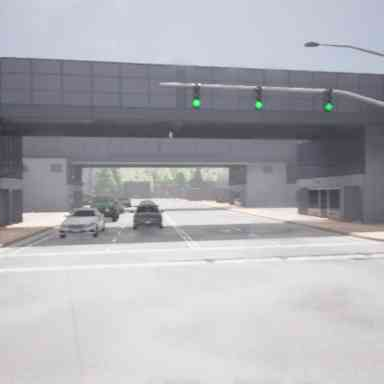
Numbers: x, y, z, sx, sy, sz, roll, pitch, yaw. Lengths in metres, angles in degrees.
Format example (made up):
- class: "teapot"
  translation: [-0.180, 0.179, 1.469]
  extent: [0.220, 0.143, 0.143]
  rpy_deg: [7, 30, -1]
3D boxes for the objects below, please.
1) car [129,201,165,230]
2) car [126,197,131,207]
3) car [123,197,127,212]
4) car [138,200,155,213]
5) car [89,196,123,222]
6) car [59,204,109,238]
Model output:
- class: "car"
  translation: [-2.949, 1.574, 22.055]
  extent: [1.837, 1.490, 4.892]
  rpy_deg: [-1, 0, -8]
- class: "car"
  translation: [-10.859, 1.562, 53.274]
  extent: [2.097, 1.767, 4.553]
  rpy_deg: [-1, 0, -8]
- class: "car"
  translation: [-8.740, 1.687, 37.840]
  extent: [1.812, 1.442, 4.674]
  rpy_deg: [-1, 0, -8]
- class: "car"
  translation: [-5.648, 1.697, 40.958]
  extent: [1.994, 1.385, 4.181]
  rpy_deg: [-1, 0, -8]
- class: "car"
  translation: [-7.362, 1.351, 28.125]
  extent: [2.150, 2.045, 5.566]
  rpy_deg: [-1, 0, -9]
- class: "car"
  translation: [-5.987, 1.623, 18.533]
  extent: [1.812, 1.442, 4.674]
  rpy_deg: [-1, 0, -8]
